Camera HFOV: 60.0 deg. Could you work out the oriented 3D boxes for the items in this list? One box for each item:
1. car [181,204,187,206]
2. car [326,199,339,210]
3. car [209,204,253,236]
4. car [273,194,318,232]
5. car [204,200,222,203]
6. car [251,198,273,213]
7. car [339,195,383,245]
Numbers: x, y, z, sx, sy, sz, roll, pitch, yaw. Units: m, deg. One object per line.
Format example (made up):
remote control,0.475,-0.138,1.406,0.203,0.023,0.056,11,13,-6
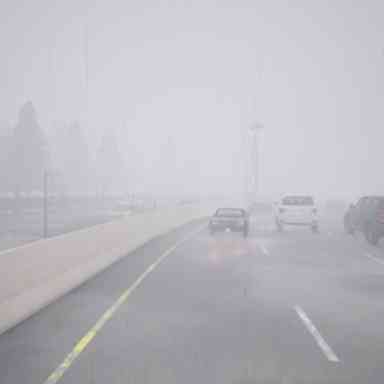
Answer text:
car,-0.352,1.320,44.078,1.994,1.385,4.181,0,0,25
car,16.853,1.444,39.086,1.895,1.301,4.718,0,0,26
car,2.140,1.508,18.006,1.895,1.301,4.718,0,0,11
car,6.127,1.133,19.865,2.150,2.045,5.566,0,0,13
car,3.190,1.249,43.415,1.882,1.535,5.008,0,0,25
car,7.316,1.359,34.891,1.812,1.442,4.674,0,0,22
car,8.715,1.167,15.229,2.150,2.045,5.566,0,0,11
